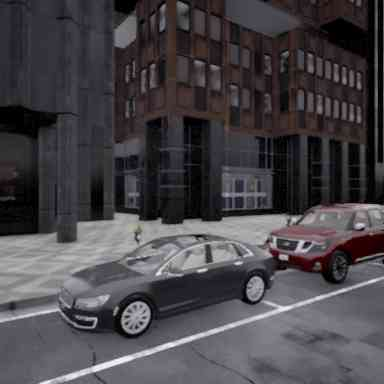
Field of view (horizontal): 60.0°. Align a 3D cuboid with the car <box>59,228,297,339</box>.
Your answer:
[{"bbox_3d":[-0.234,1.545,6.480,4.403,1.369,2.008,0,0,-35],"label":"car"}]

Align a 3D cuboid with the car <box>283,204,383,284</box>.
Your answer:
[{"bbox_3d":[4.333,1.299,9.736,5.009,1.841,2.192,0,0,-35],"label":"car"}]
